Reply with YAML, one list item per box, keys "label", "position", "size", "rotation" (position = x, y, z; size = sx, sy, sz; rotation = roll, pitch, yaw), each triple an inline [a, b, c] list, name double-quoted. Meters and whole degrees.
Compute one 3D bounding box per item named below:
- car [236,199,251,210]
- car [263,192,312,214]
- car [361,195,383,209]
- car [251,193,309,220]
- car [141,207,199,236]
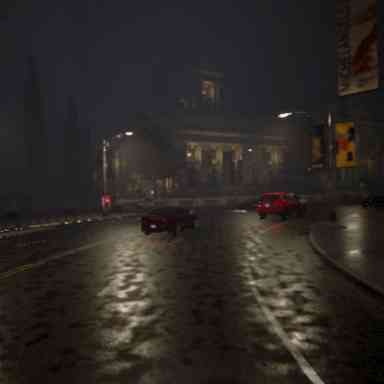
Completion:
- label: "car"
  position: [7.578, 1.533, 41.950]
  size: [4.181, 1.385, 1.994]
  rotation: [-1, 0, -37]
- label: "car"
  position: [10.048, 1.108, 34.874]
  size: [5.566, 2.045, 2.150]
  rotation: [-1, -1, -40]
- label: "car"
  position: [21.360, 1.111, 37.734]
  size: [5.008, 1.535, 1.882]
  rotation: [-1, 0, -28]
- label: "car"
  position: [7.410, 1.139, 27.362]
  size: [2.150, 2.045, 5.566]
  rotation: [-2, -1, 39]
- label: "car"
  position: [-1.129, 1.570, 19.135]
  size: [1.882, 1.535, 5.008]
  rotation: [-2, 0, 19]
